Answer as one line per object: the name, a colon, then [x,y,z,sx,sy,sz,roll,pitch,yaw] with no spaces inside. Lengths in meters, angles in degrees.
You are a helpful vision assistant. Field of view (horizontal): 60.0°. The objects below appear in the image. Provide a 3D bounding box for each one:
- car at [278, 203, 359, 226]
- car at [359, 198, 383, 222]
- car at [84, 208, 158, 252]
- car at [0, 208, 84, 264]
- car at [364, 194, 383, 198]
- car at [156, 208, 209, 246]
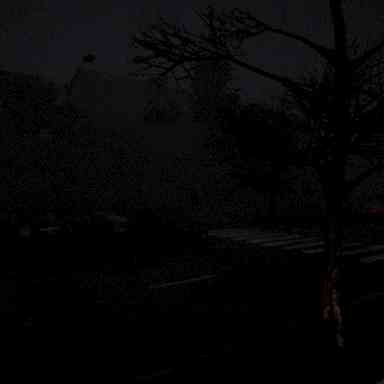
car: [8.297,1.523,22.472,4.792,1.488,2.163,-1,-1,34]
car: [13.005,1.490,26.072,5.366,1.575,1.946,-1,0,35]
car: [-3.948,1.533,13.766,4.674,1.452,2.002,-1,-1,35]
car: [-6.355,1.367,12.022,4.553,1.767,2.185,-1,-1,34]
car: [18.078,1.227,29.450,5.566,2.045,2.435,-1,-1,35]
car: [-1.478,1.522,15.502,4.792,1.488,2.163,-1,-1,34]
